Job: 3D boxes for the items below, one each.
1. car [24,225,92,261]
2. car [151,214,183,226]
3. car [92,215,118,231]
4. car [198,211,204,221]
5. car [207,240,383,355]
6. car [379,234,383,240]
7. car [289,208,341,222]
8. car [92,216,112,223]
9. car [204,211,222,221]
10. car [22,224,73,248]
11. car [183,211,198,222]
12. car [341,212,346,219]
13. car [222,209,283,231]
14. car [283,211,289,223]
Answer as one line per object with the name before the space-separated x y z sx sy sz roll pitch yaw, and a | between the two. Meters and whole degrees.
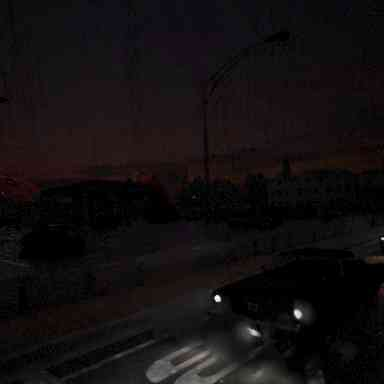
car | -7.017 2.583 16.930 3.633 1.501 1.845 -5 -4 42
car | -3.963 4.068 47.740 4.514 1.523 2.007 -5 -4 42
car | -10.677 3.934 40.339 3.633 1.501 1.845 -5 -4 42
car | 1.244 4.551 64.225 3.866 1.878 1.905 -5 -4 42
car | 2.409 1.901 6.825 1.895 1.301 4.718 -5 -4 42
car | 10.250 2.086 15.527 1.895 1.301 4.718 -5 -4 42
car | 15.700 2.924 42.608 5.027 1.636 2.152 -5 -4 42
car | -23.623 7.118 87.281 2.242 1.667 4.611 -5 -4 42
car | 4.889 4.020 56.535 4.605 1.855 1.932 -5 -4 42
car | -10.533 3.111 24.093 3.806 1.475 1.970 -5 -4 42
car | -1.423 4.820 62.146 3.806 1.475 1.970 -5 -4 42
car | 19.754 3.125 47.589 3.806 1.475 1.970 -5 -4 42
car | 5.504 2.593 30.666 4.605 1.855 1.932 -5 -4 42
car | 7.140 2.645 33.102 3.866 1.878 1.905 -5 -4 42
